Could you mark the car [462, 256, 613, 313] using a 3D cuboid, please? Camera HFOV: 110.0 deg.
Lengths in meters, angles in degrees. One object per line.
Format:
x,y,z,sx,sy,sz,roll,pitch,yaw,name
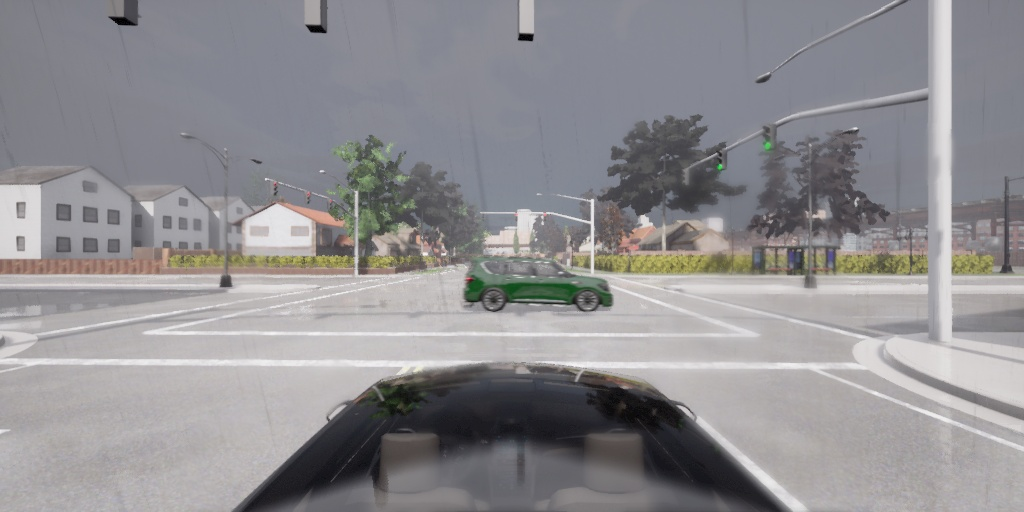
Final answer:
0.909,1.085,13.573,5.566,2.045,2.150,1,0,1,car
